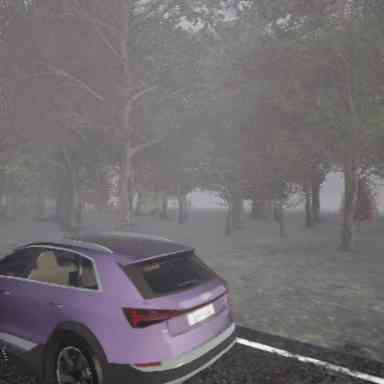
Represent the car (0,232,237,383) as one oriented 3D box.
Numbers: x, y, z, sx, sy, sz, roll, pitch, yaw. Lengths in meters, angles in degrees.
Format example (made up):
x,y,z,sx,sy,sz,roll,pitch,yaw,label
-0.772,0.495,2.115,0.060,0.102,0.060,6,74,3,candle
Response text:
x,y,z,sx,sy,sz,roll,pitch,yaw,label
-1.735,1.407,4.817,4.856,1.649,2.033,-2,-2,35,car
